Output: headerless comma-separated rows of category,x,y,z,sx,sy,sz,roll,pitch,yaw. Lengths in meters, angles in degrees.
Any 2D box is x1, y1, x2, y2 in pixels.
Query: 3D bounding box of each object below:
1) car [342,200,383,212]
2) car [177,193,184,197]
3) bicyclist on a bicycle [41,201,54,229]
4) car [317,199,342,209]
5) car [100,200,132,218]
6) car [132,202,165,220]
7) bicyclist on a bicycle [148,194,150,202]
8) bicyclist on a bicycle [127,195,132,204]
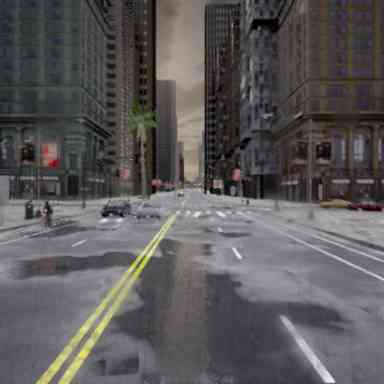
car,20.735,1.717,39.400,4.507,1.381,1.887,1,-1,0
car,-3.242,0.877,94.344,1.895,1.301,4.718,0,0,0
bicyclist on a bicycle,-8.807,1.396,20.324,0.582,1.620,1.656,0,0,-1
car,20.596,1.697,47.928,4.829,1.417,1.752,1,-1,0
car,-6.529,1.462,29.535,2.033,1.411,5.357,0,0,1
car,-3.302,1.522,27.186,1.895,1.301,4.718,0,0,1
bicyclist on a bicycle,-8.803,1.226,68.313,0.582,1.620,1.656,0,0,-1
bicyclist on a bicycle,-9.864,1.285,52.220,0.866,1.612,1.509,-5,1,-14
